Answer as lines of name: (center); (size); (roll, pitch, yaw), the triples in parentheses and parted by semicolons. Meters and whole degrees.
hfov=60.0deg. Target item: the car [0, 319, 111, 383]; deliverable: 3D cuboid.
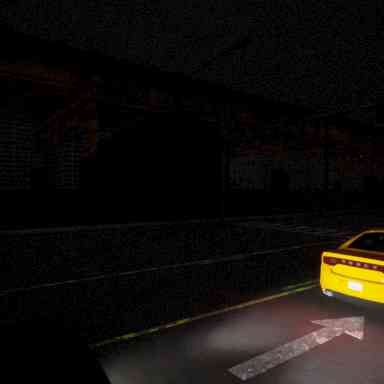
car: (-2.773, 1.601, 1.774); (4.718, 1.301, 1.895); (0, 0, -35)

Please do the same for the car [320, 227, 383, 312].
car: (4.840, 1.478, 7.180); (5.008, 1.535, 1.882); (0, 0, -35)
